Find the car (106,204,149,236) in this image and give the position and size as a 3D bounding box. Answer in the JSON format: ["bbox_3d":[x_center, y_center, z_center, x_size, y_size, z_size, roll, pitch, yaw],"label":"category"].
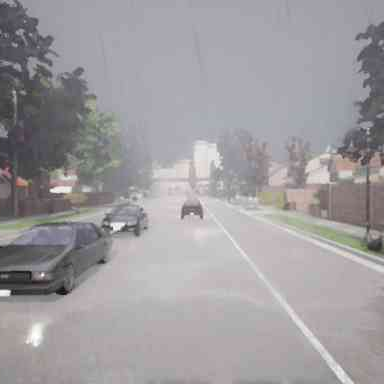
[{"bbox_3d":[-3.502,1.441,18.047,2.128,1.511,4.902,0,0,0],"label":"car"}]

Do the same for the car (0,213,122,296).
[{"bbox_3d":[-3.566,1.522,8.970,2.033,1.411,5.357,0,0,0],"label":"car"}]

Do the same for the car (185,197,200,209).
[{"bbox_3d":[0.059,1.371,43.962,1.812,1.442,4.674,0,0,0],"label":"car"}]

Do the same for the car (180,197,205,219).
[{"bbox_3d":[0.017,1.426,28.311,1.837,1.490,4.892,0,1,0],"label":"car"}]
